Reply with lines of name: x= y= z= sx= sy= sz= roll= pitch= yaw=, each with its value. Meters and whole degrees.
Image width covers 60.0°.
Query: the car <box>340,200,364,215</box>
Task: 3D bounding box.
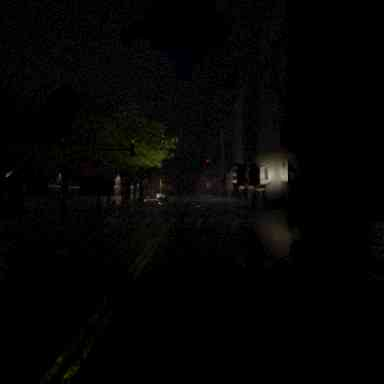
car: x=16.382 y=1.522 z=30.716 sx=4.206 sy=1.307 sz=1.802 roll=0 pitch=0 yaw=0

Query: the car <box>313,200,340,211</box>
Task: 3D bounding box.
car: x=16.377 y=1.547 z=38.741 sx=4.313 sy=1.339 sz=1.947 roll=0 pitch=0 yaw=0

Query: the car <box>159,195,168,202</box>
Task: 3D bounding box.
car: x=-6.502 y=1.470 z=75.569 sx=2.128 sy=1.511 sz=4.902 roll=0 pitch=0 yaw=0
